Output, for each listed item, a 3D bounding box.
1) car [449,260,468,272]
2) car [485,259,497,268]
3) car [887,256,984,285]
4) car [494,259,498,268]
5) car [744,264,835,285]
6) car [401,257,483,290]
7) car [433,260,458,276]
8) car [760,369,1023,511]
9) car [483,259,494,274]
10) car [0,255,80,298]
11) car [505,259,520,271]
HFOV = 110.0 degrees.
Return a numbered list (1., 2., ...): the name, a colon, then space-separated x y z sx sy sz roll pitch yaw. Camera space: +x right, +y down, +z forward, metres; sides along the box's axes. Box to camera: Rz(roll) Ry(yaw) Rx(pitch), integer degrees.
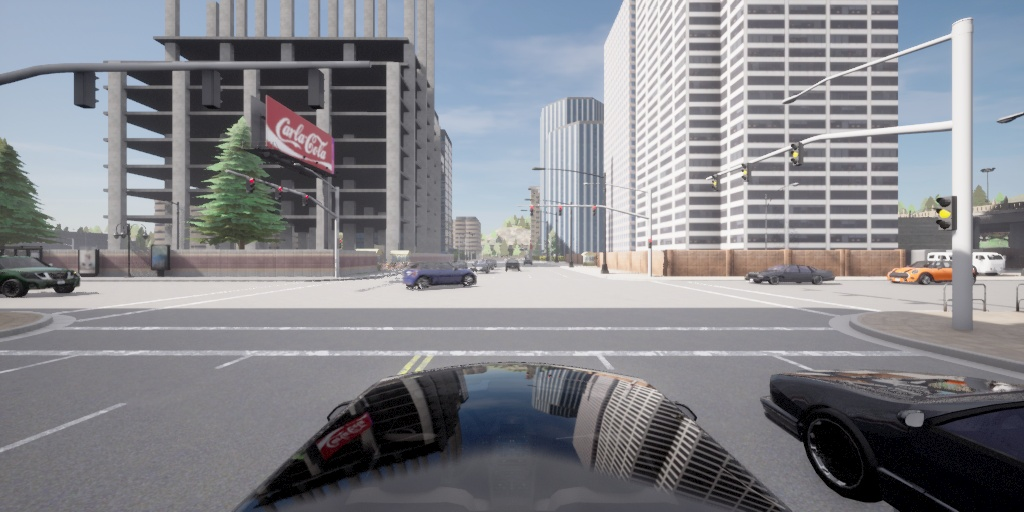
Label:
1. car: -7.102 1.255 48.118 1.837 1.490 4.892 0 0 0
2. car: -3.574 1.255 62.158 1.837 1.490 4.892 0 0 0
3. car: 29.643 1.102 25.453 4.553 1.767 2.097 0 0 1
4. car: -3.601 1.241 51.773 2.128 1.511 4.902 0 0 0
5. car: 19.635 1.297 25.427 5.357 1.411 2.033 0 0 0
6. car: -4.498 1.102 22.660 4.553 1.767 2.097 0 0 -38
7. car: -7.102 1.255 38.705 1.837 1.490 4.892 0 0 0
8. car: 3.597 1.297 1.372 2.033 1.411 5.357 0 0 0
9. car: -3.603 1.241 41.706 2.128 1.511 4.902 0 0 0
10. car: -25.341 0.972 17.984 5.566 2.045 2.150 0 0 1
11. car: 0.097 1.227 50.401 1.882 1.535 5.008 0 0 0
